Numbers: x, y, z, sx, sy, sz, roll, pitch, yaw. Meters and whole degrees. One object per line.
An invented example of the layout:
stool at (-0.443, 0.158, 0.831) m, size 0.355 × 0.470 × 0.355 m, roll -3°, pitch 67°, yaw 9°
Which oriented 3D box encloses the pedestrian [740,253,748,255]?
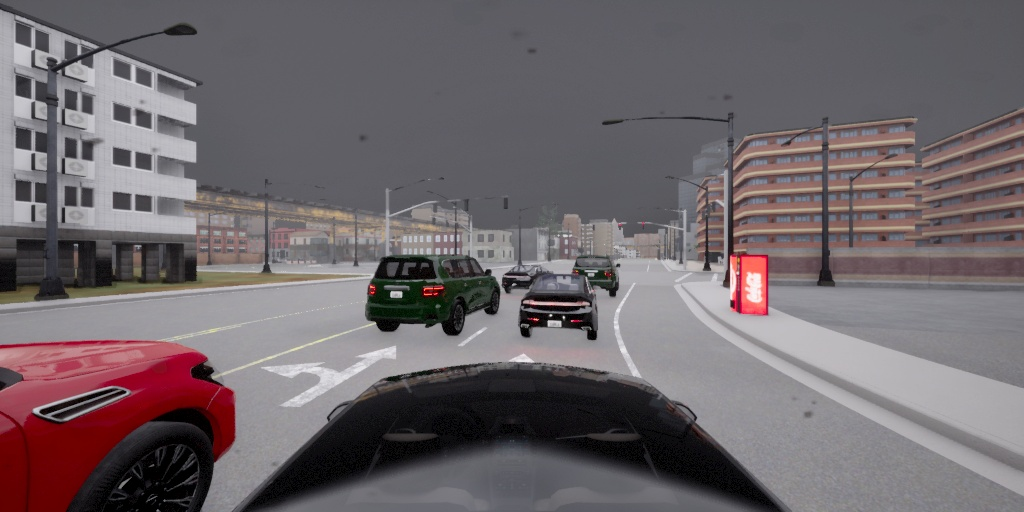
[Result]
pedestrian at (8.042, 0.795, 12.438) m, size 0.375 × 1.860 × 0.375 m, roll 0°, pitch 0°, yaw 21°

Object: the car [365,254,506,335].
car at (-1.999, 0.971, 10.775) m, size 2.150 × 2.045 × 5.566 m, roll 0°, pitch 0°, yaw 14°

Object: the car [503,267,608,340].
car at (1.435, 1.242, 10.065) m, size 2.128 × 1.511 × 4.902 m, roll 0°, pitch 0°, yaw 12°

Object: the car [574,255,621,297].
car at (4.552, 0.971, 19.308) m, size 2.150 × 2.045 × 5.566 m, roll 0°, pitch 0°, yaw 19°

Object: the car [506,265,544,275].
car at (1.103, 1.242, 20.141) m, size 2.128 × 1.511 × 4.902 m, roll 0°, pitch 0°, yaw 24°

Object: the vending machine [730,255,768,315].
vending machine at (7.810, 0.945, 11.819) m, size 1.100 × 2.100 × 0.880 m, roll 0°, pitch 0°, yaw 20°

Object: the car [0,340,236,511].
car at (-3.264, 0.971, 0.504) m, size 2.150 × 2.045 × 5.566 m, roll 0°, pitch 0°, yaw -2°
